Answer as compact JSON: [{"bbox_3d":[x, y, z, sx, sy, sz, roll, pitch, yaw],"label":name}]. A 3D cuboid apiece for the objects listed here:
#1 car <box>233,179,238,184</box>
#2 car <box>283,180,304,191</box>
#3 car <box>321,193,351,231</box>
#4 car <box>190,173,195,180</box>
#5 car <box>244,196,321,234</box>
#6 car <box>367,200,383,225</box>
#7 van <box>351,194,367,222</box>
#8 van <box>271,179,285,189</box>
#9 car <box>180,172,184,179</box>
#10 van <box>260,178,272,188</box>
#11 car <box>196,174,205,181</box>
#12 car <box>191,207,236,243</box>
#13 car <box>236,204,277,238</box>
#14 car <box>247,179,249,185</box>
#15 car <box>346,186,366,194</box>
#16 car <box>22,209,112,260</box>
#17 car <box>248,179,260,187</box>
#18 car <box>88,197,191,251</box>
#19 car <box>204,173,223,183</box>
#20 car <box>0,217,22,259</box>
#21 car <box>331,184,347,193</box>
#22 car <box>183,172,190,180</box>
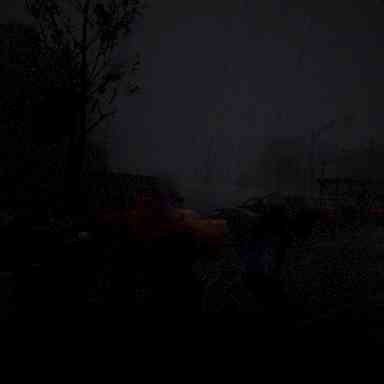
[{"bbox_3d":[11.040,-2.317,75.328,2.002,1.452,4.674,7,3,35],"label":"car"},{"bbox_3d":[19.671,-0.992,62.977,2.231,1.521,4.892,7,3,35],"label":"car"},{"bbox_3d":[6.716,1.267,21.211,5.566,2.045,2.435,-1,-1,35],"label":"car"},{"bbox_3d":[2.295,-3.850,87.567,2.185,1.767,4.553,6,3,34],"label":"car"},{"bbox_3d":[4.202,1.262,19.507,5.566,2.045,2.435,-1,-1,35],"label":"car"},{"bbox_3d":[11.665,1.403,24.629,4.553,1.767,2.185,-1,-1,35],"label":"car"},{"bbox_3d":[9.255,1.296,22.880,4.442,1.987,1.878,-1,-1,35],"label":"van"},{"bbox_3d":[17.912,-1.491,65.340,1.878,1.987,4.442,7,4,35],"label":"van"},{"bbox_3d":[-1.205,-4.362,92.386,2.435,2.045,5.566,1,-1,34],"label":"car"},{"bbox_3d":[16.184,-1.764,67.812,1.878,1.987,4.442,7,4,35],"label":"van"},{"bbox_3d":[4.088,-3.699,85.100,2.435,2.045,5.566,7,3,34],"label":"car"},{"bbox_3d":[-0.833,1.502,16.124,5.366,1.575,1.946,-1,-1,35],"label":"car"},{"bbox_3d":[1.774,1.548,17.751,4.674,1.452,2.002,-1,-1,35],"label":"car"},{"bbox_3d":[12.781,-2.044,72.865,2.002,1.452,4.674,7,4,35],"label":"car"},{"bbox_3d":[26.568,0.136,53.116,2.002,1.452,4.674,7,3,35],"label":"car"},{"bbox_3d":[-5.599,1.523,12.554,4.792,1.488,2.163,-1,-1,35],"label":"car"},{"bbox_3d":[14.611,-1.812,70.544,1.946,1.575,5.366,7,3,35],"label":"car"},{"bbox_3d":[-3.154,1.247,14.298,5.566,2.045,2.435,-1,-1,35],"label":"car"},{"bbox_3d":[5.938,-3.176,82.840,1.946,1.575,5.366,7,3,34],"label":"car"},{"bbox_3d":[-8.020,1.493,10.808,4.892,1.521,2.231,-1,-1,35],"label":"car"},{"bbox_3d":[24.878,-0.426,55.589,2.435,2.045,5.566,7,3,35],"label":"car"},{"bbox_3d":[0.566,-4.085,90.038,2.185,1.767,4.553,4,1,33],"label":"car"}]
